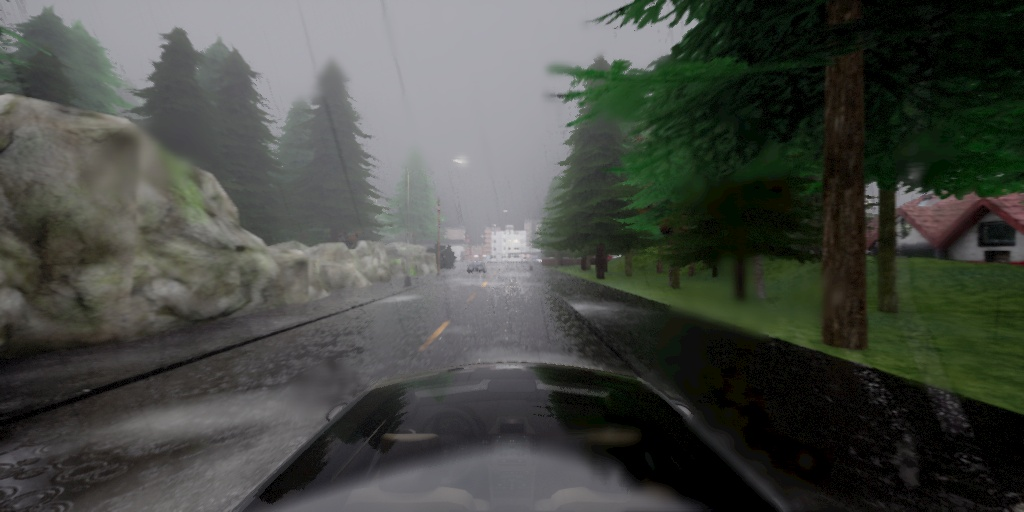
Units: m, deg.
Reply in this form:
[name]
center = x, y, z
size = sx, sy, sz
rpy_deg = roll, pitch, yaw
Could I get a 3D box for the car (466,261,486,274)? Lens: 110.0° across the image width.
[car]
center = -4.061, 1.317, 41.694
size = 1.994, 1.385, 4.181
rpy_deg = 0, 0, 1
